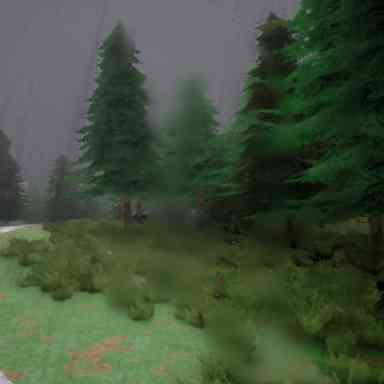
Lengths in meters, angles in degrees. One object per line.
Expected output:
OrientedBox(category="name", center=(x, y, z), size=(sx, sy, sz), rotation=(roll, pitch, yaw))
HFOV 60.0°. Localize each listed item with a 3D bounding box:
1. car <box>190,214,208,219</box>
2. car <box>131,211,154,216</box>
OrientedBox(category="car", center=(2.113, 4.329, 54.094), size=(5.566, 2.045, 2.150), rotation=(4, -7, -28))
OrientedBox(category="car", center=(-6.220, 3.274, 42.871), size=(1.882, 1.535, 5.008), rotation=(-7, -10, 37))
